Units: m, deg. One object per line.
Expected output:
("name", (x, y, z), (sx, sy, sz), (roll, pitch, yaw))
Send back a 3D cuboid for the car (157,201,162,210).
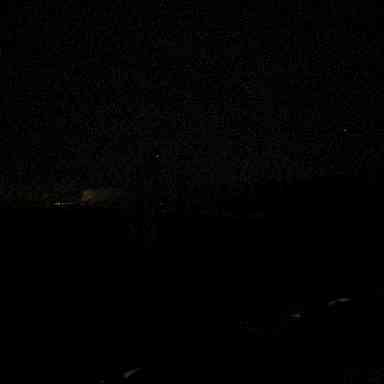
("car", (-6.165, 1.740, 49.616), (2.097, 1.767, 4.553), (0, -1, -35))
